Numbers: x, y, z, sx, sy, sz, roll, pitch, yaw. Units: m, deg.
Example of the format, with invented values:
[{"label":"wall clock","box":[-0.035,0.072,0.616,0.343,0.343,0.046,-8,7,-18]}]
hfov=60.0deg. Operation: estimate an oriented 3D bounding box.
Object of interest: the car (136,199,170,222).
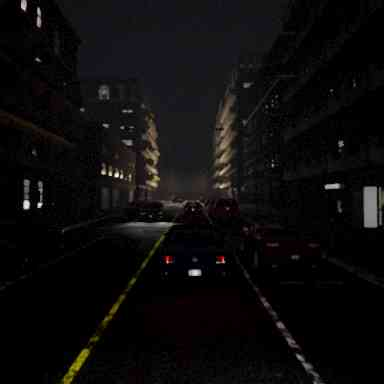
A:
[{"label":"car","box":[-3.100,1.577,27.400,1.837,1.490,4.892,0,0,0]}]

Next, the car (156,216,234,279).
[{"label":"car","box":[0.084,1.627,10.089,1.895,1.301,4.718,0,0,0]}]

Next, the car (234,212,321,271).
[{"label":"car","box":[2.701,1.573,10.925,1.887,1.381,4.507,1,0,0]}]

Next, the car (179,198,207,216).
[{"label":"car","box":[0.099,1.632,32.294,2.033,1.411,5.357,0,0,0]}]

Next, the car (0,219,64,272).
[{"label":"car","box":[-5.680,1.595,10.965,1.947,1.339,4.313,1,0,0]}]

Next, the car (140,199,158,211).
[{"label":"car","box":[-5.680,1.699,44.392,1.802,1.307,4.206,1,0,0]}]

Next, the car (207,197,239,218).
[{"label":"car","box":[2.704,1.387,27.640,2.192,1.841,5.009,1,0,0]}]

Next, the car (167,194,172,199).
[{"label":"car","box":[-5.679,1.804,88.961,1.947,1.339,4.313,1,0,0]}]

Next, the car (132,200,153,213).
[{"label":"car","box":[-5.680,1.684,38.821,1.802,1.307,4.206,1,0,0]}]

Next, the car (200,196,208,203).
[{"label":"car","box":[2.701,1.733,77.949,1.752,1.417,4.829,1,0,0]}]

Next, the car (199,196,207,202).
[{"label":"car","box":[2.701,1.805,83.351,1.802,1.307,4.206,1,0,0]}]

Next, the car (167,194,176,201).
[{"label":"car","box":[-5.675,1.569,94.532,2.192,1.841,5.009,1,0,0]}]

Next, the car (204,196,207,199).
[{"label":"car","box":[2.704,1.402,33.210,2.192,1.841,5.009,1,0,0]}]

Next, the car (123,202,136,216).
[{"label":"car","box":[-5.679,1.632,33.250,1.887,1.381,4.507,1,0,0]}]

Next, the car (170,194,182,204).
[{"label":"car","box":[-3.003,1.704,67.795,1.812,1.442,4.674,0,0,0]}]

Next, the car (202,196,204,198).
[{"label":"car","box":[3.000,1.648,53.689,1.837,1.490,4.892,0,0,0]}]
